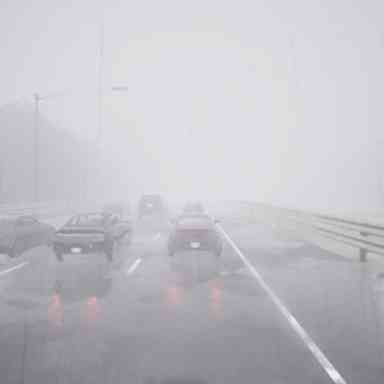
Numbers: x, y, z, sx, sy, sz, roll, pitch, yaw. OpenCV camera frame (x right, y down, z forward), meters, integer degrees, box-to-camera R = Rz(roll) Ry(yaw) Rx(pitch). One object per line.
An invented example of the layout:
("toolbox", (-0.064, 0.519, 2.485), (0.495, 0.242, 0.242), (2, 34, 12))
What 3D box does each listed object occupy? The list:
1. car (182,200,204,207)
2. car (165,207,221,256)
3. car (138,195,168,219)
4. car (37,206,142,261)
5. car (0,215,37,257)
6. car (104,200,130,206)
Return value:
("car", (0.104, 1.504, 30.353), (2.128, 1.511, 4.902), (0, 0, 0))
("car", (0.101, 1.526, 13.008), (1.812, 1.442, 4.674), (0, 0, 0))
("car", (-3.400, 1.237, 29.525), (2.150, 2.045, 5.566), (0, 0, 0))
("car", (-3.399, 1.492, 12.193), (2.128, 1.511, 4.902), (0, 0, 0))
("car", (-6.900, 1.564, 12.852), (1.994, 1.385, 4.181), (0, 0, 0))
("car", (-6.898, 1.519, 30.470), (1.837, 1.490, 4.892), (0, 0, 0))
